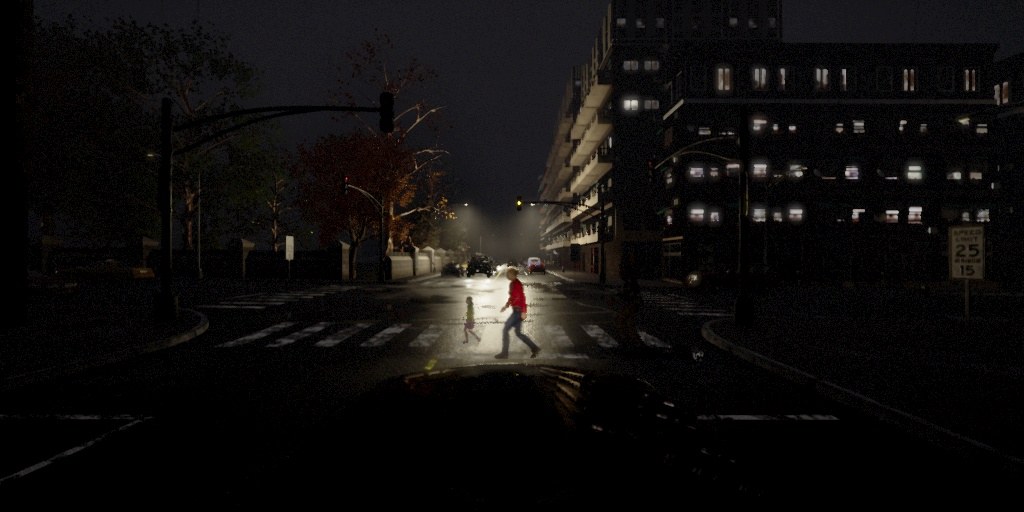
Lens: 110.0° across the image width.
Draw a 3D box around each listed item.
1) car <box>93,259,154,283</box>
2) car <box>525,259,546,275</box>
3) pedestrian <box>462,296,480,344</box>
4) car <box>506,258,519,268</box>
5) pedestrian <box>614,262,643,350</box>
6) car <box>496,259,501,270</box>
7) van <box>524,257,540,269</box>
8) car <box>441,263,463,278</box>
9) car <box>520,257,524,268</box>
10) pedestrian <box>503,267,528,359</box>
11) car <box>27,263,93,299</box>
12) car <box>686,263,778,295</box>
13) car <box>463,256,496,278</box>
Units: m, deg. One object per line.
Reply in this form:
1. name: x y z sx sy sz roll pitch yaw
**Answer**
1. car: -24.708 0.881 21.750 4.829 1.417 1.751 0 0 0
2. car: 2.759 1.311 40.036 1.888 1.381 4.507 0 0 0
3. pedestrian: -0.887 1.425 8.084 0.500 1.100 0.500 0 0 0
4. car: 0.109 1.298 62.711 1.837 1.490 4.892 0 0 0
5. pedestrian: 2.421 1.044 7.478 0.375 1.860 0.375 0 0 0
6. car: -3.002 1.323 49.111 2.033 1.411 5.357 0 0 1
7. van: 2.769 1.112 45.667 1.690 1.789 3.998 0 0 0
8. car: -5.632 1.327 34.421 1.948 1.339 4.313 0 0 0
9. car: 2.789 1.225 56.927 1.967 1.591 4.097 0 0 0
10. pedestrian: 0.064 1.044 6.882 0.375 1.860 0.375 0 0 0
11. car: -18.942 1.006 13.414 4.207 1.307 1.802 0 0 0
12. car: 13.485 1.351 22.046 5.009 1.841 2.192 0 0 0
13. car: -3.027 0.983 34.707 2.150 2.045 5.566 0 0 1
